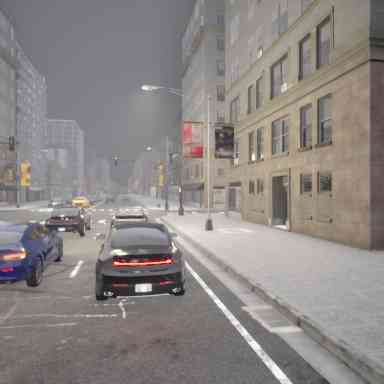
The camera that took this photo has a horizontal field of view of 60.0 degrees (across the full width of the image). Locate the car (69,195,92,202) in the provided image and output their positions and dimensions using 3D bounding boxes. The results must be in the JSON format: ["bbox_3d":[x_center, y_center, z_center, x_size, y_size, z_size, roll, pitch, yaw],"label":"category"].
[{"bbox_3d":[-16.335,1.496,48.949,1.882,1.535,5.008,0,0,-11],"label":"car"}]

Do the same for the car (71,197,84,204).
[{"bbox_3d":[-23.311,1.617,67.588,1.895,1.301,4.718,0,0,-11],"label":"car"}]

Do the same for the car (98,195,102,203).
[{"bbox_3d":[-20.008,1.575,67.647,1.994,1.385,4.181,0,0,-11],"label":"car"}]

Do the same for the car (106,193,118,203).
[{"bbox_3d":[-17.259,1.522,70.521,1.837,1.490,4.892,0,0,-11],"label":"car"}]

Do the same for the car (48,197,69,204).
[{"bbox_3d":[-19.546,1.510,48.175,2.128,1.511,4.902,0,0,-14],"label":"car"}]

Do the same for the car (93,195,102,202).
[{"bbox_3d":[-21.999,1.497,77.532,1.837,1.490,4.892,0,0,-11],"label":"car"}]

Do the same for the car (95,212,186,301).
[{"bbox_3d":[-1.360,1.506,8.456,1.837,1.490,4.892,0,0,-11],"label":"car"}]

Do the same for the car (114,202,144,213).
[{"bbox_3d":[-3.297,1.495,17.579,2.128,1.511,4.902,0,0,-11],"label":"car"}]

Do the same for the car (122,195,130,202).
[{"bbox_3d":[-15.869,1.617,80.018,1.895,1.301,4.718,0,0,-11],"label":"car"}]

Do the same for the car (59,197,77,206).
[{"bbox_3d":[-21.393,1.568,57.745,2.033,1.411,5.357,0,0,-11],"label":"car"}]

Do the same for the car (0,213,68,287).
[{"bbox_3d":[-4.784,1.527,9.020,1.812,1.442,4.674,0,0,-11],"label":"car"}]

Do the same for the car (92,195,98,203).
[{"bbox_3d":[-18.132,1.373,58.036,2.097,1.767,4.553,0,0,-12],"label":"car"}]

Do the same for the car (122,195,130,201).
[{"bbox_3d":[-17.840,1.499,89.814,1.882,1.535,5.008,0,0,-11],"label":"car"}]

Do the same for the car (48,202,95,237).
[{"bbox_3d":[-6.591,1.509,17.988,1.837,1.490,4.892,0,0,-11],"label":"car"}]
